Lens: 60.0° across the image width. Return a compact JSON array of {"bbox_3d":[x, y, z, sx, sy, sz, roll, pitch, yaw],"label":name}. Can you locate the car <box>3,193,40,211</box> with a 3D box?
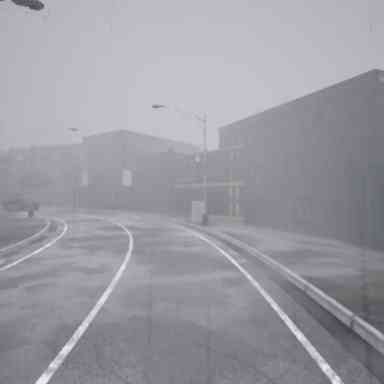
[{"bbox_3d":[-20.864,1.169,40.644,5.566,2.045,2.150,0,-1,35],"label":"car"}]
